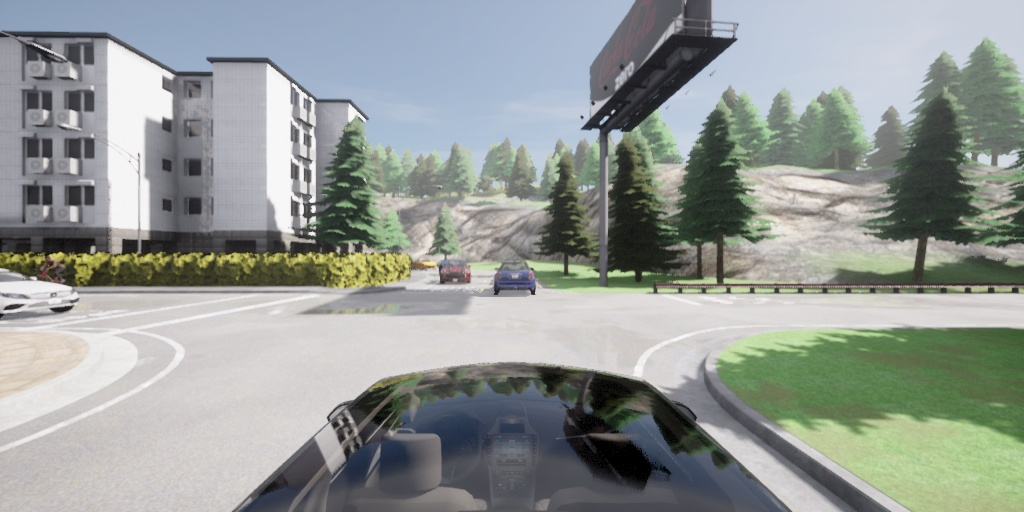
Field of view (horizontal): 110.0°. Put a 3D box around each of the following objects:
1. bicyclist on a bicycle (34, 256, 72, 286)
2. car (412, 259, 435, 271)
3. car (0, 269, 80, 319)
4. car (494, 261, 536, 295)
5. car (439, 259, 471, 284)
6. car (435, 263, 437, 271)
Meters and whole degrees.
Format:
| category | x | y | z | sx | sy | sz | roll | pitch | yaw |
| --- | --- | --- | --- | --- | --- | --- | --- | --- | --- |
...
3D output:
| category | x | y | z | sx | sy | sz | roll | pitch | yaw |
| --- | --- | --- | --- | --- | --- | --- | --- | --- | --- |
| bicyclist on a bicycle | -23.010 | 0.821 | 17.924 | 0.582 | 1.620 | 1.656 | 0 | 0 | -1 |
| car | -11.383 | 1.082 | 46.549 | 1.882 | 1.535 | 5.008 | 0 | 1 | -35 |
| car | -15.824 | 1.070 | 10.551 | 4.674 | 1.442 | 1.812 | 0 | 0 | -1 |
| car | 0.134 | 1.041 | 19.520 | 2.097 | 1.767 | 4.553 | 0 | 0 | 0 |
| car | -4.057 | 1.023 | 26.056 | 2.097 | 1.767 | 4.553 | 0 | 0 | -7 |
| car | -6.121 | 1.117 | 35.846 | 1.882 | 1.535 | 5.008 | 0 | 0 | -20 |
